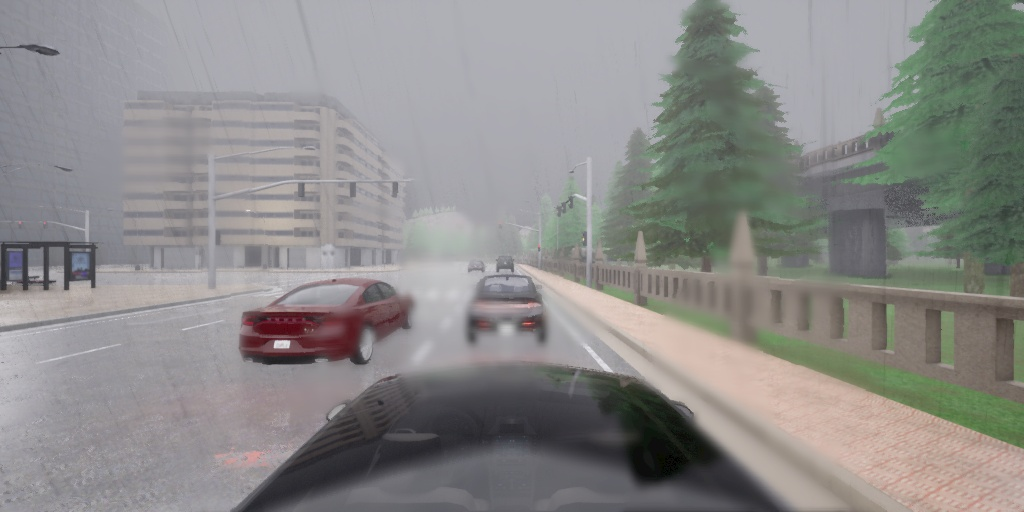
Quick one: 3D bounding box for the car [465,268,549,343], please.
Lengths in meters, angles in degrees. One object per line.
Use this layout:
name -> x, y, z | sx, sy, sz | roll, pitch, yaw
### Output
car -> -0.128, 1.242, 9.631 | 2.128, 1.511, 4.902 | 0, 0, -1

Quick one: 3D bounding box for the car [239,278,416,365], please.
car -> -3.596, 1.228, 8.069 | 1.882, 1.535, 5.008 | 0, 0, 0

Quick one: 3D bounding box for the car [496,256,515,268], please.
car -> -0.867, 0.972, 45.321 | 2.150, 2.045, 5.566 | 0, 0, -1

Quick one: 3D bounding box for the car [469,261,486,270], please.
car -> -4.370, 1.298, 45.015 | 2.033, 1.411, 5.357 | 0, 0, -1
